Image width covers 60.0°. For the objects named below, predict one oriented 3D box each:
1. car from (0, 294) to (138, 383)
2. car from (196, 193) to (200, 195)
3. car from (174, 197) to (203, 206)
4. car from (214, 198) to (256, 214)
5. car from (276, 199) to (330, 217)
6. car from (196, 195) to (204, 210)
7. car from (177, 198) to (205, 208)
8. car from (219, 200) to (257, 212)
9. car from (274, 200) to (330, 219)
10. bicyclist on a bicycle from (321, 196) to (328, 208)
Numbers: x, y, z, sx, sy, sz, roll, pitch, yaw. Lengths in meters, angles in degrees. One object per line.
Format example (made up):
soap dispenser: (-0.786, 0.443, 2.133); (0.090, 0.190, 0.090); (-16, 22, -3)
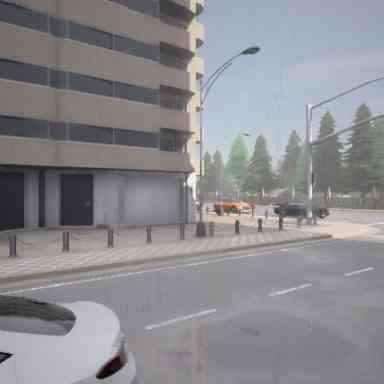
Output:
car: (-2.637, 1.526, 2.116); (4.674, 1.442, 1.812); (0, 0, -36)
car: (-0.060, 1.277, 61.097); (2.150, 2.045, 5.566); (0, 0, -35)
car: (-0.621, 1.603, 55.985); (2.033, 1.411, 5.357); (0, 0, -37)
car: (4.434, 1.407, 36.670); (2.097, 1.767, 4.553); (0, 0, -36)
car: (11.075, 1.533, 33.444); (1.882, 1.535, 5.008); (0, 0, -36)
car: (-0.920, 1.533, 44.103); (1.882, 1.535, 5.008); (0, 0, -36)
car: (-0.193, 1.619, 49.083); (1.994, 1.385, 4.181); (0, 0, -36)
car: (5.609, 1.656, 41.020); (1.895, 1.301, 4.718); (0, 0, -36)
car: (9.650, 1.656, 29.438); (1.895, 1.301, 4.718); (0, 0, -36)
bicyclist on a bicycle: (17.369, 1.356, 43.492); (1.656, 1.620, 0.582); (0, 0, -36)
